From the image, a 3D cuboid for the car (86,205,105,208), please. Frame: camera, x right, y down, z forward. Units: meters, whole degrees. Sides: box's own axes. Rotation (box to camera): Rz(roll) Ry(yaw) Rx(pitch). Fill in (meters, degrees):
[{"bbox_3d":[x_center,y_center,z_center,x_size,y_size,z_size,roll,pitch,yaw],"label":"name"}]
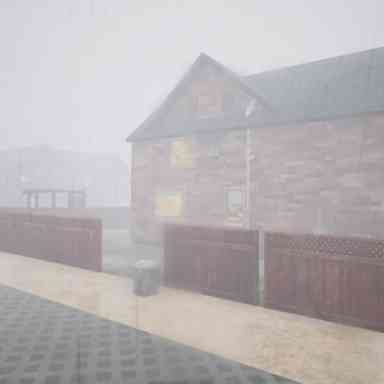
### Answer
[{"bbox_3d":[-9.937,1.950,33.111,1.895,1.301,4.718,1,0,35],"label":"car"}]
